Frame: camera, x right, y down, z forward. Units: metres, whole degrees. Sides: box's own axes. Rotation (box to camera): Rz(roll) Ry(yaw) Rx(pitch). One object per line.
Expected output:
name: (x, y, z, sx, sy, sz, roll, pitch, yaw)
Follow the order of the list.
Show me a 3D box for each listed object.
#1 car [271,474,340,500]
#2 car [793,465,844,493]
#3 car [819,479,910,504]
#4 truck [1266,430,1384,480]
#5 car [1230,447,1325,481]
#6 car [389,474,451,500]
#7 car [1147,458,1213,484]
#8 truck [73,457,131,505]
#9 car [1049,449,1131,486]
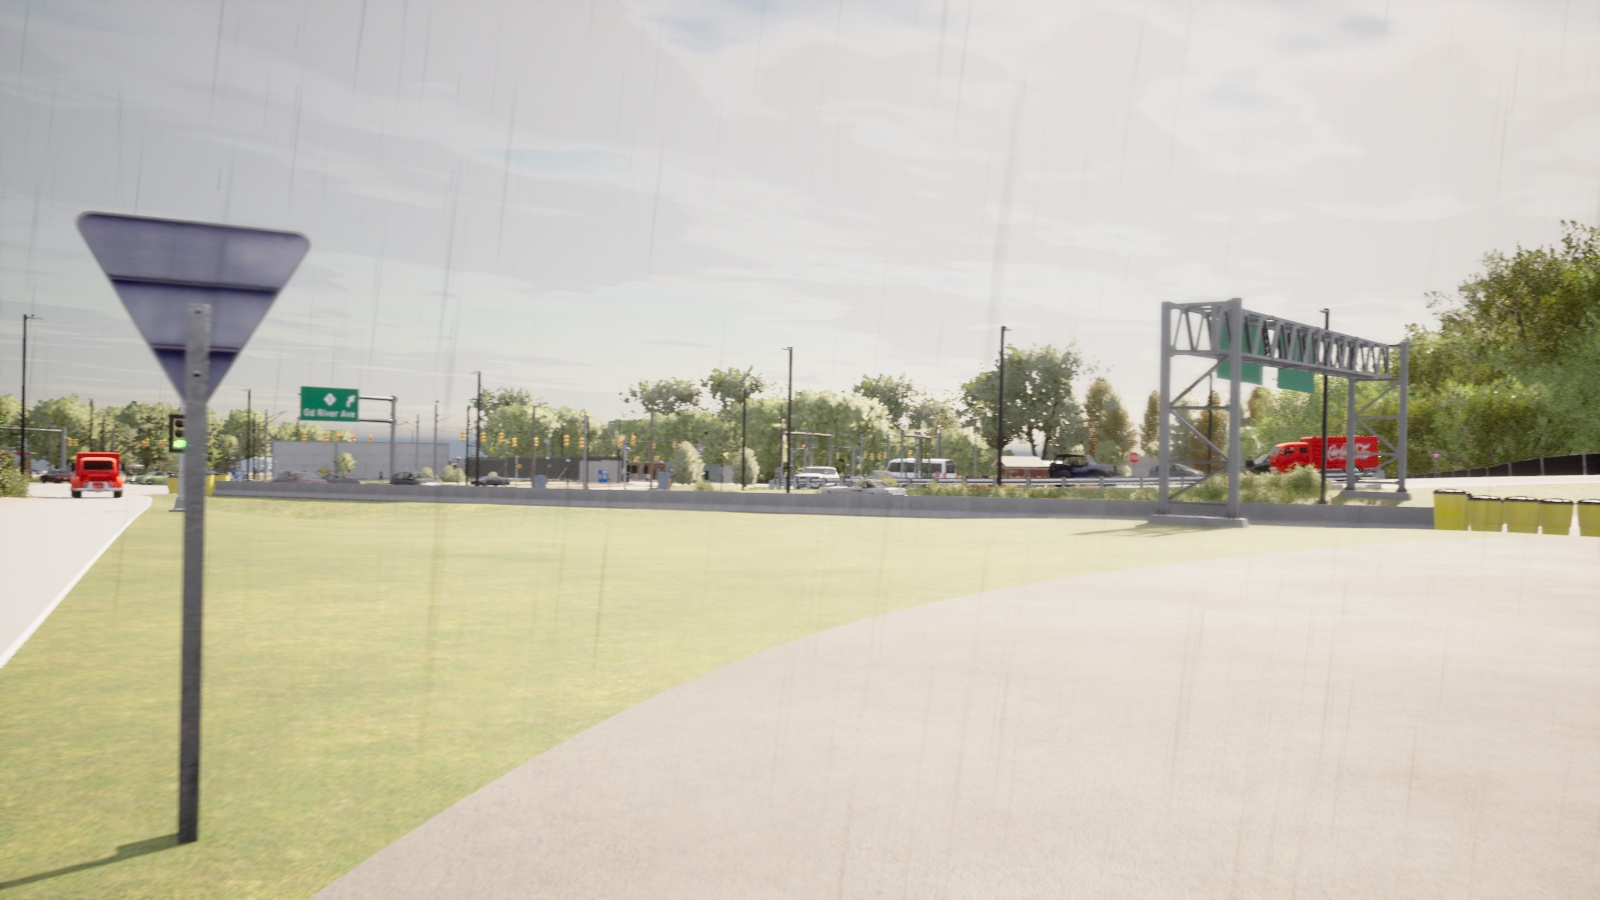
car: (-32.665, 2.440, 82.897, 4.856, 1.649, 2.033, -1, -1, 37)
car: (1.488, 2.266, 97.788, 2.150, 2.045, 5.566, 0, -3, 22)
car: (3.486, 2.261, 68.639, 4.718, 1.301, 1.895, -1, -1, 37)
truck: (28.199, 0.296, 67.620, 5.204, 2.467, 2.627, -2, -1, 6)
car: (32.633, 0.946, 85.856, 5.566, 2.045, 2.150, -2, -3, -2)
car: (-24.569, 2.348, 81.146, 3.988, 1.617, 1.851, -1, -1, 37)
car: (26.680, 1.474, 88.191, 3.988, 1.617, 1.851, -4, -3, 38)
truck: (-38.100, 1.684, 68.485, 2.627, 2.467, 5.204, 1, -2, -30)
car: (15.644, 0.943, 67.758, 3.866, 1.878, 1.905, -2, -1, 29)
